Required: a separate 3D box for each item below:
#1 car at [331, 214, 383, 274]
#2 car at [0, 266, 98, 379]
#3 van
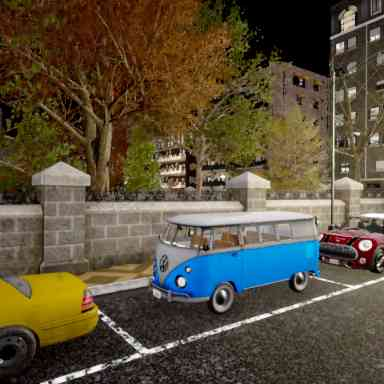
[{"bbox_3d":[5.643,1.442,10.563,4.097,1.590,1.967,0,1,-35],"label":"car"},{"bbox_3d":[-3.641,1.525,3.952,4.829,1.417,1.752,0,1,-35],"label":"car"},{"bbox_3d":[1.072,1.342,7.305,3.998,1.788,1.690,0,1,-35],"label":"van"}]
